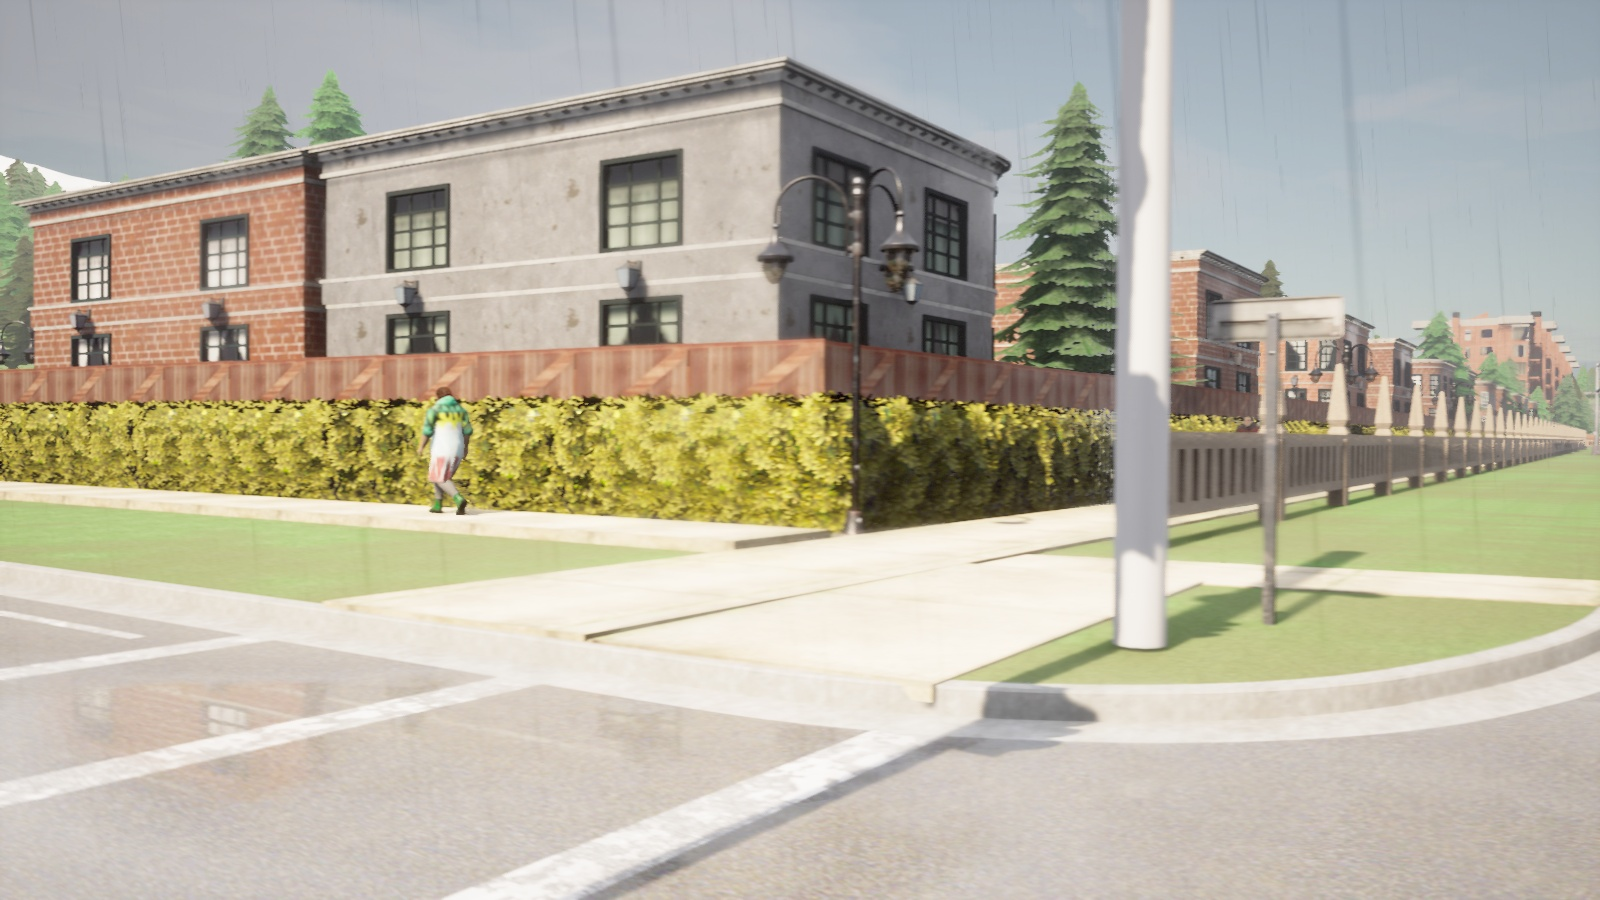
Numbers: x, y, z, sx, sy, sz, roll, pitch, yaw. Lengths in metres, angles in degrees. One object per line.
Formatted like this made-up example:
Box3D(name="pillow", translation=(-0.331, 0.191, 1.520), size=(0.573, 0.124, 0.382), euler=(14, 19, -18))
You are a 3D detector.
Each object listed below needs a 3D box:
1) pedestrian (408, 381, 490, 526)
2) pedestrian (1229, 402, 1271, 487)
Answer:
Box3D(name="pedestrian", translation=(-4.877, 0.044, 17.457), size=(0.873, 1.952, 0.659), euler=(0, 1, 34))
Box3D(name="pedestrian", translation=(9.881, -0.126, 27.585), size=(0.634, 1.844, 0.899), euler=(0, 1, 36))
